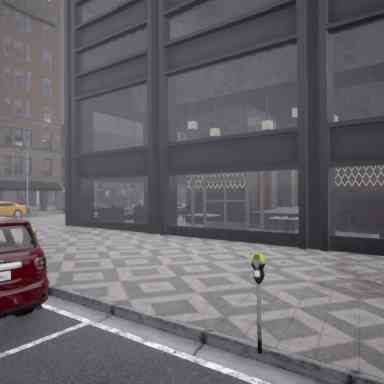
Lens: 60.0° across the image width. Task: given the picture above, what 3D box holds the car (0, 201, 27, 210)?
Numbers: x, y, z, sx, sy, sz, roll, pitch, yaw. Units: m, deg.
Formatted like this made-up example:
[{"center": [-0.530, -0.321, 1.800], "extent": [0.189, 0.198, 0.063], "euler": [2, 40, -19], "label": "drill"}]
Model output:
[{"center": [-18.209, 1.642, 31.156], "extent": [1.882, 1.535, 5.008], "euler": [-1, -1, 36], "label": "car"}]

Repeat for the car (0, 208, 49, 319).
[{"center": [-4.718, 1.317, 6.230], "extent": [5.009, 1.841, 2.192], "euler": [0, -1, 36], "label": "car"}]

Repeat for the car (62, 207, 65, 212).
[{"center": [-12.436, 1.794, 39.139], "extent": [2.033, 1.411, 5.357], "euler": [-1, -1, 35], "label": "car"}]
